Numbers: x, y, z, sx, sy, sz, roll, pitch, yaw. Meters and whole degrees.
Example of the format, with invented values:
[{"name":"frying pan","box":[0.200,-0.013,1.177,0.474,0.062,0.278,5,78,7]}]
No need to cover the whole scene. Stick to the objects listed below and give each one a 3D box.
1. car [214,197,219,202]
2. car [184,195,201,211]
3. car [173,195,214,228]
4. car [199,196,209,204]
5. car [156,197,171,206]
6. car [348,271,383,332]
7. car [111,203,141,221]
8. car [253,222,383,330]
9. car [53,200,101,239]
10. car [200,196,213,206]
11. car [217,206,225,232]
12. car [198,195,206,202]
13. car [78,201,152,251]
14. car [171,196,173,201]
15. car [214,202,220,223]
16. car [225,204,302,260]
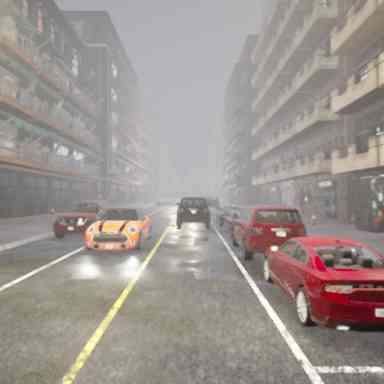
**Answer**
[{"name":"car","box":[2.697,1.530,45.900,2.192,1.841,5.009,1,0,0]},{"name":"car","box":[0.094,1.431,44.886,2.150,2.045,5.566,0,0,0]},{"name":"car","box":[0.099,1.327,22.991,2.150,2.045,5.566,0,0,0]},{"name":"car","box":[2.692,1.790,73.739,1.967,1.590,4.097,1,0,0]},{"name":"car","box":[-5.688,1.846,62.635,2.008,1.369,4.403,1,0,0]},{"name":"car","box":[2.700,1.558,1.356,2.008,1.369,4.403,1,0,0]},{"name":"car","box":[-5.684,1.718,29.227,1.802,1.307,4.206,1,0,0]},{"name":"car","box":[2.699,1.577,6.923,1.887,1.381,4.507,1,0,0]},{"name":"car","box":[-5.679,1.399,18.092,2.192,1.841,5.009,1,0,0]},{"name":"car","box":[2.695,1.610,62.603,2.192,1.841,5.009,1,0,0]},{"name":"car","box":[2.698,1.634,18.060,2.008,1.369,4.403,1,0,0]},{"name":"car","box":[2.692,1.749,90.443,2.192,1.841,5.009,1,0,0]},{"name":"car","box":[-3.011,1.417,14.434,2.097,1.767,4.553,0,0,0]},{"name":"car","box":[-5.689,1.875,73.601,1.752,1.417,4.829,1,0,0]},{"name":"car","box":[2.697,1.675,23.627,1.947,1.339,4.313,1,0,0]},{"name":"car","box":[2.701,1.373,12.492,2.192,1.841,5.009,1,0,0]}]
